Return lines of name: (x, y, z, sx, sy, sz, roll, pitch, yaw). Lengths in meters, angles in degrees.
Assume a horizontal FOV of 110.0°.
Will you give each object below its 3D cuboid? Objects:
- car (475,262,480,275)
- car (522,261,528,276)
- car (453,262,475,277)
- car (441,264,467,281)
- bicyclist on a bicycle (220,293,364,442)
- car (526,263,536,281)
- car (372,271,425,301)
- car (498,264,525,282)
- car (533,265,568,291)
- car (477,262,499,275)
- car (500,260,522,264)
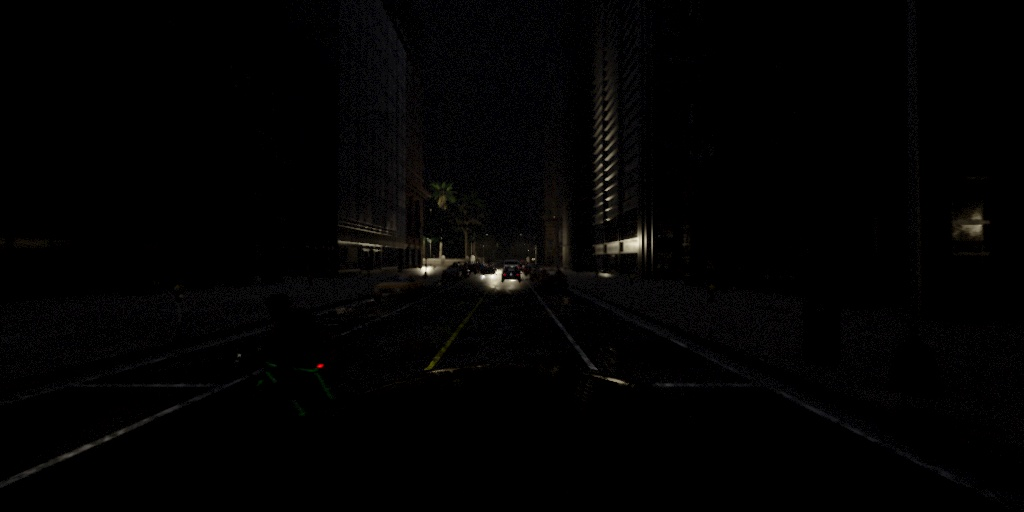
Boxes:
car: (-5.937, 1.714, 51.576, 2.192, 1.841, 5.009, 0, 0, 0)
car: (2.607, 1.766, 46.170, 1.967, 1.591, 4.097, 0, 0, 0)
car: (-5.898, 1.569, 40.725, 2.192, 1.841, 5.009, 0, 0, 0)
car: (-5.879, 1.764, 35.300, 1.802, 1.307, 4.207, 0, 0, 0)
bicyclist on a bicycle: (-2.386, 1.233, 3.926, 1.656, 1.620, 0.582, -2, -1, 0)
car: (2.646, 1.707, 35.491, 1.751, 1.417, 4.829, 0, 0, 0)
car: (-5.819, 1.496, 18.853, 1.751, 1.417, 4.829, 0, 0, 0)
car: (-0.065, 1.712, 33.997, 2.033, 1.411, 5.357, 0, -1, 0)
car: (2.685, 1.585, 24.472, 1.888, 1.381, 4.507, 0, 0, 0)
car: (-3.261, 1.930, 49.082, 1.994, 1.385, 4.181, 0, -1, 0)
car: (-0.100, 1.551, 46.440, 2.150, 2.045, 5.566, 0, -1, 0)
